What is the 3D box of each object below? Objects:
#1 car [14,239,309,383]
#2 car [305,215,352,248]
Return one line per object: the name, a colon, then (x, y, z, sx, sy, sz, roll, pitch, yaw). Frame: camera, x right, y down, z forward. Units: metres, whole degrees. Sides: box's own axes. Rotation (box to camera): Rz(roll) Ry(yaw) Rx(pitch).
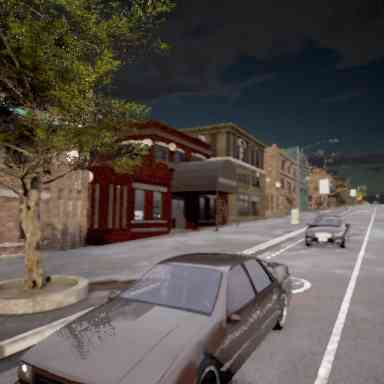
car: (0.189, 1.717, 5.167, 2.033, 1.411, 5.357, -1, -2, 29)
car: (7.237, 1.971, 17.493, 2.128, 1.511, 4.902, -2, -2, 29)
